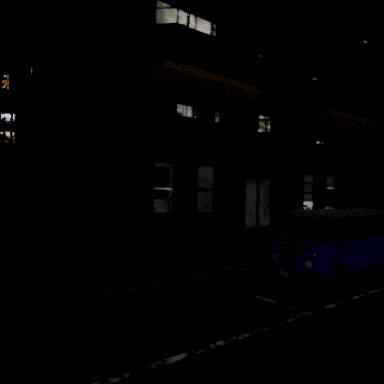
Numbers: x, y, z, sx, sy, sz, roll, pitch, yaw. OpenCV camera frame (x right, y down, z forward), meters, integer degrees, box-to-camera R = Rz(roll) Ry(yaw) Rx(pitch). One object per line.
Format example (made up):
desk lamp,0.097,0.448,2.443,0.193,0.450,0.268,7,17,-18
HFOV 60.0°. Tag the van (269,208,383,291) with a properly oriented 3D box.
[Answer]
van,3.815,1.335,8.712,3.998,1.788,1.690,0,2,-35
